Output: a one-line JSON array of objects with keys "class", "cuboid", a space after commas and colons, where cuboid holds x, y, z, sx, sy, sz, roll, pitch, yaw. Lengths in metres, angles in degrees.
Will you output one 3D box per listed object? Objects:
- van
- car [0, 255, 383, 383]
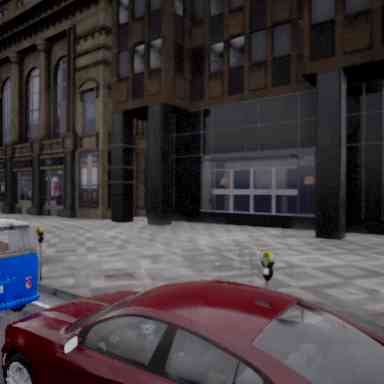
[{"class": "van", "cuboid": [-4.631, 1.336, 6.377, 3.998, 1.788, 1.690, 0, 0, 36]}, {"class": "car", "cuboid": [-0.032, 1.543, 3.097, 4.507, 1.381, 1.887, 0, 0, 36]}]
